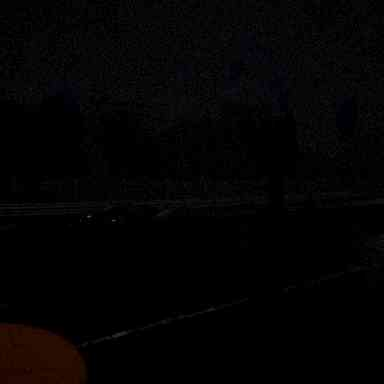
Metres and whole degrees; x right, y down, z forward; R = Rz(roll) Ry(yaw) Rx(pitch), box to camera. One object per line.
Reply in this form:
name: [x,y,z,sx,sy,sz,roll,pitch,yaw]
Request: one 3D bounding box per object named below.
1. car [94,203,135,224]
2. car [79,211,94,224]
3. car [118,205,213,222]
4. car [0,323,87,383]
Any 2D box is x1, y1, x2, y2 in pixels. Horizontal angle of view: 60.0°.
car: [-3.059,1.496,19.010,4.181,1.385,1.994,-1,0,-35]
car: [-4.986,1.456,21.934,4.674,1.442,1.812,-1,0,-36]
car: [-0.915,1.455,16.238,4.674,1.442,1.812,-1,0,-36]
car: [-3.043,1.490,1.574,5.008,1.535,1.882,0,0,-35]
